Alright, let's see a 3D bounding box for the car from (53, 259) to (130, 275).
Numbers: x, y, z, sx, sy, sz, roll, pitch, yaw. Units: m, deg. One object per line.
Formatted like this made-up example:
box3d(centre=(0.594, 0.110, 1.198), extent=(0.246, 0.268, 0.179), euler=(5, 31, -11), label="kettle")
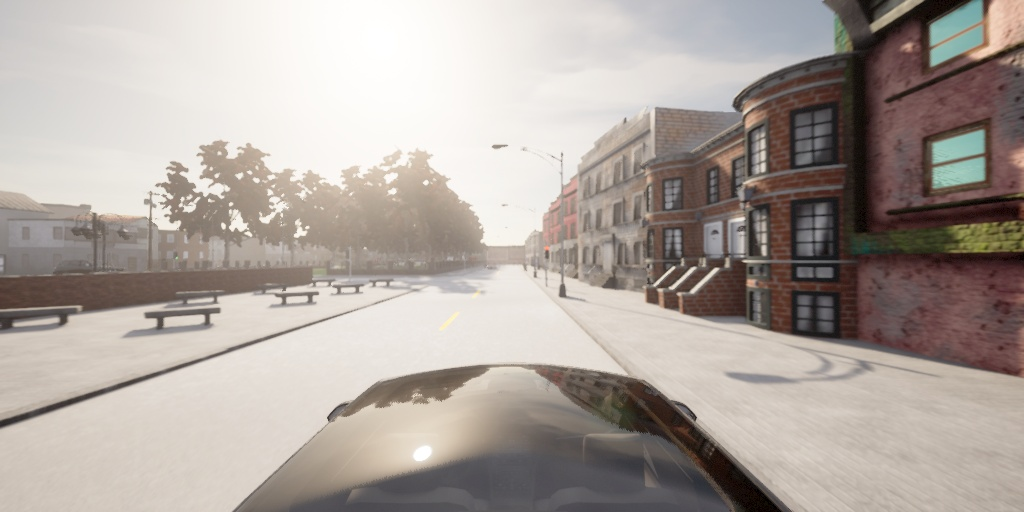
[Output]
box3d(centre=(-40.088, 1.344, 34.254), extent=(5.566, 2.045, 2.150), euler=(0, -1, 0), label="car")
